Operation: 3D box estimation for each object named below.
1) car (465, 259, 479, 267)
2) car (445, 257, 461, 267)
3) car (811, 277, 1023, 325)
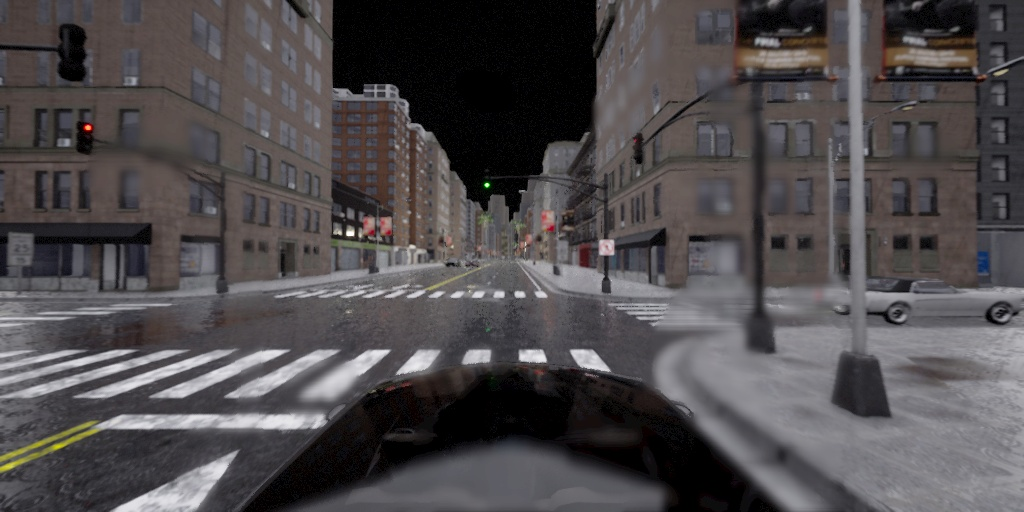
[{"bbox_3d":[-6.521,1.174,59.291,1.994,1.385,4.181,0,0,0],"label":"car"},{"bbox_3d":[-9.770,0.959,59.506,2.097,1.767,4.553,0,0,0],"label":"car"},{"bbox_3d":[12.160,1.294,10.912,4.718,1.301,1.895,0,-1,0],"label":"car"}]
